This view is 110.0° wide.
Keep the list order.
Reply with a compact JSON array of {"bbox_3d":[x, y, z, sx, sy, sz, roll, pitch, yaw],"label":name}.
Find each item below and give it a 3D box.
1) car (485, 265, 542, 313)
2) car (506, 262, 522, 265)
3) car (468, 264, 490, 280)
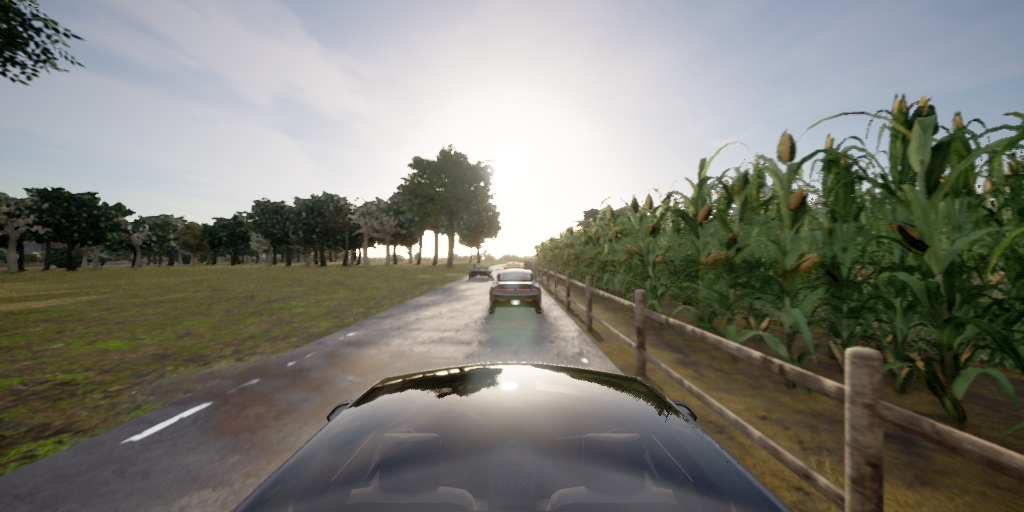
[{"bbox_3d":[0.115,1.270,14.149,1.837,1.490,4.892,0,0,0],"label":"car"},{"bbox_3d":[0.141,1.290,32.418,1.882,1.535,5.008,0,0,0],"label":"car"},{"bbox_3d":[-2.806,1.413,32.403,1.895,1.301,4.718,0,0,0],"label":"car"}]
